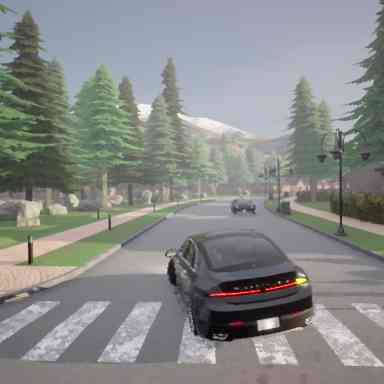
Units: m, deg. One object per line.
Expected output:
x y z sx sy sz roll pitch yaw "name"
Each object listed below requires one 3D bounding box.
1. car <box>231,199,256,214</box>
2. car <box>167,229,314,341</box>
4.604 1.254 30.380 1.895 1.301 4.718 -1 1 4 "car"
0.640 1.520 6.758 1.837 1.490 4.892 -7 0 -8 "car"
